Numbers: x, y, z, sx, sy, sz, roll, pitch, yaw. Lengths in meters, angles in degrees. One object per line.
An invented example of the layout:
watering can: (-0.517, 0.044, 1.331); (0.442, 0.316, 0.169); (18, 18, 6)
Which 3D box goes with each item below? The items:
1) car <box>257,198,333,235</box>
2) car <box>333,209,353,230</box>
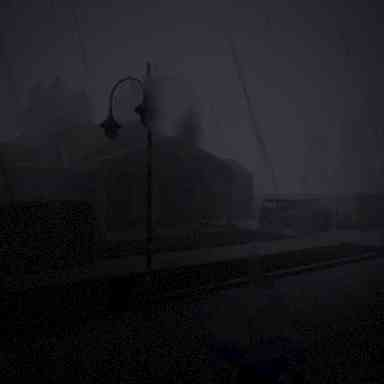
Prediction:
car: (5.485, 1.313, 18.701); (1.905, 1.878, 3.866); (1, 0, -35)
car: (7.308, 1.335, 20.475); (1.932, 1.855, 4.605); (1, 0, -35)
